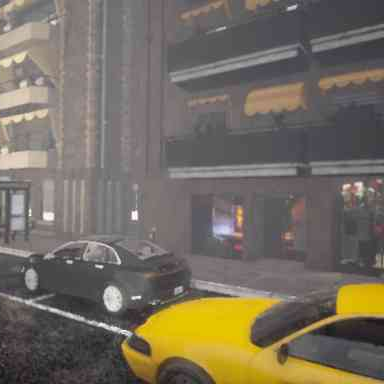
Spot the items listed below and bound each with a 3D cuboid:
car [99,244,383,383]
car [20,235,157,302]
[{"bbox_3d":[1.745,1.531,3.008,5.366,1.575,1.801,0,-1,32],"label":"car"},{"bbox_3d":[-2.106,1.650,7.566,4.403,1.369,2.008,0,-1,32],"label":"car"}]
